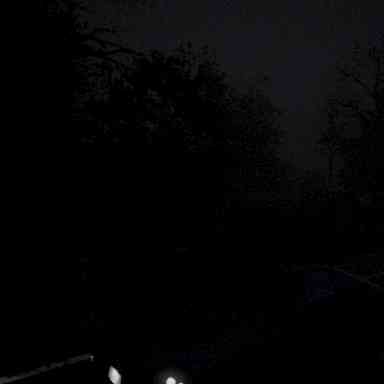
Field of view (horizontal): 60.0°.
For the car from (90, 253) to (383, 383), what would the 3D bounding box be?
[{"bbox_3d":[0.896,1.573,4.305,4.181,1.385,1.994,0,0,-35],"label":"car"}]
